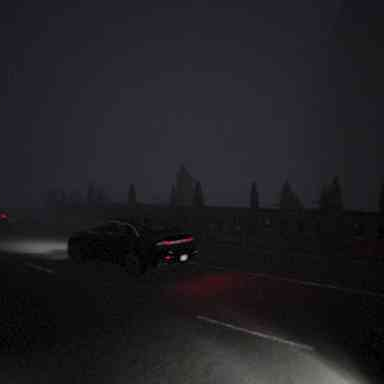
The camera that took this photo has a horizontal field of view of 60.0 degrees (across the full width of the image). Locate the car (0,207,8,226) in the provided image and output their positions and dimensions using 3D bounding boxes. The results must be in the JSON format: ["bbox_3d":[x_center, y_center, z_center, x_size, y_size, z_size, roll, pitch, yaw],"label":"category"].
[{"bbox_3d":[-14.514,1.653,23.864,2.033,1.411,5.357,0,0,-36],"label":"car"}]

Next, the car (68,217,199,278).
[{"bbox_3d":[-2.035,1.533,10.405,4.902,1.511,2.128,0,0,41],"label":"car"}]
